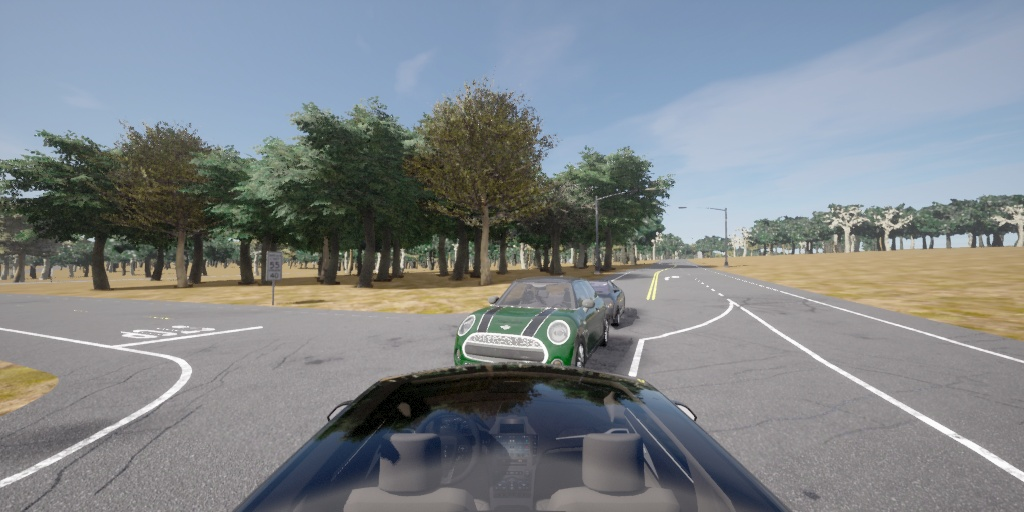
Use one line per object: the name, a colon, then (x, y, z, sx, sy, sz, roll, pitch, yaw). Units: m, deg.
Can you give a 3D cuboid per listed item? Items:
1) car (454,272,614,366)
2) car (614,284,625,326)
car: (0.687, 1.222, 7.442, 2.097, 1.767, 4.553, -1, -2, 22)
car: (2.916, 1.554, 12.873, 1.994, 1.385, 4.181, -2, 0, 22)
